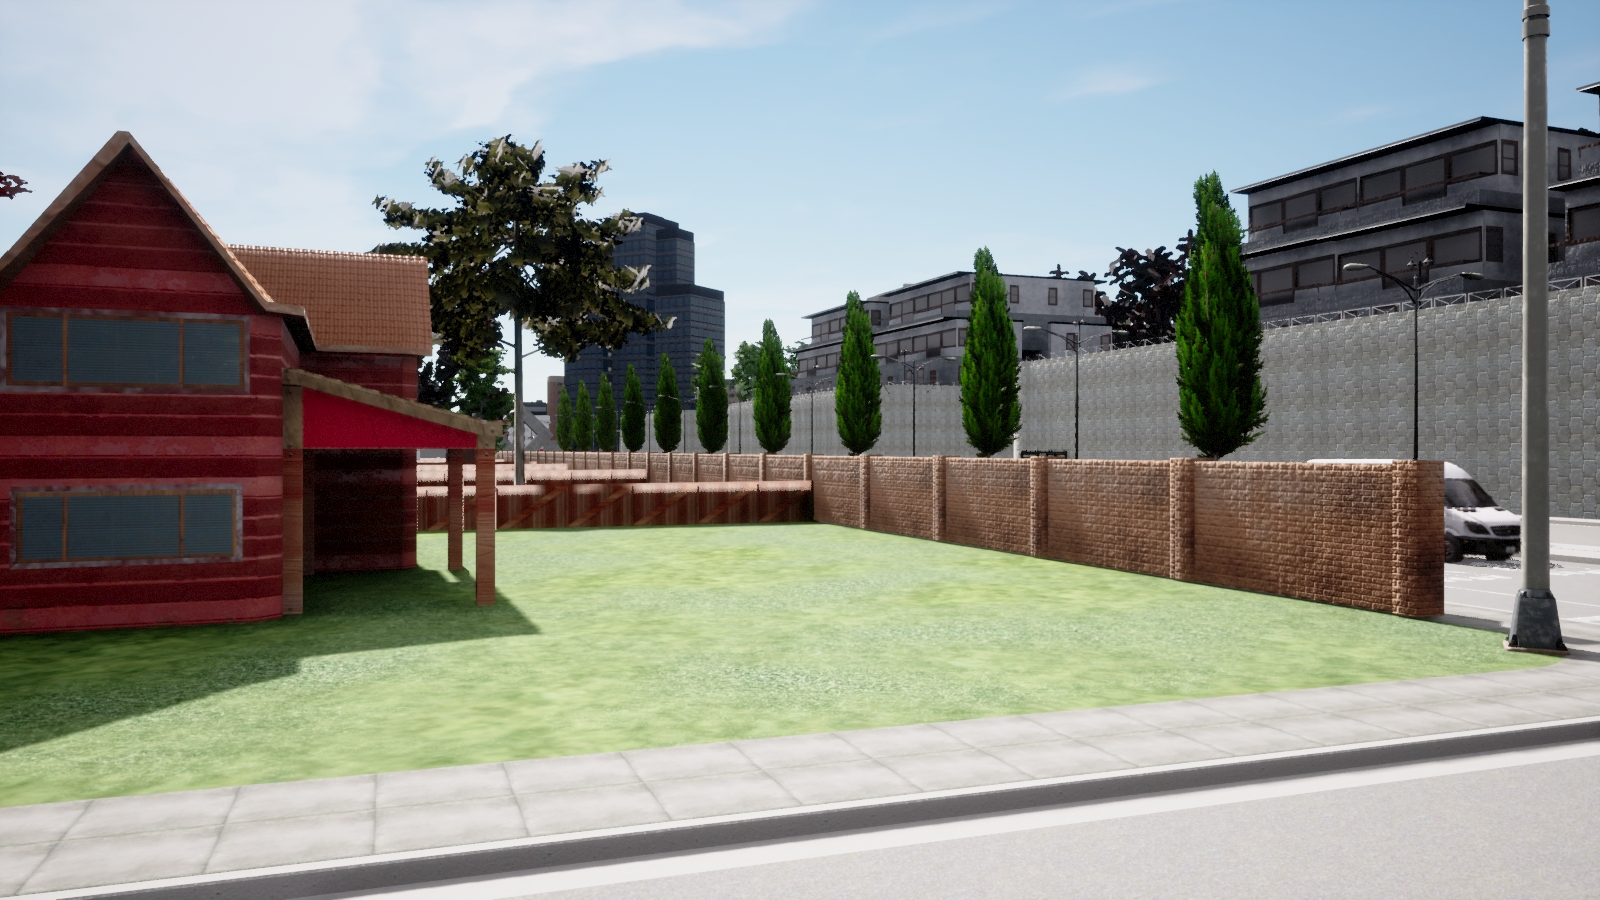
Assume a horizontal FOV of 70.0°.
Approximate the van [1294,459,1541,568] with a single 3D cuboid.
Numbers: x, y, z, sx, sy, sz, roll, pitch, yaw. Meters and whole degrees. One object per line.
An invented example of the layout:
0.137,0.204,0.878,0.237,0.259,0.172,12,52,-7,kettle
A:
16.160,1.535,30.389,1.988,2.561,5.915,0,0,-21,van
